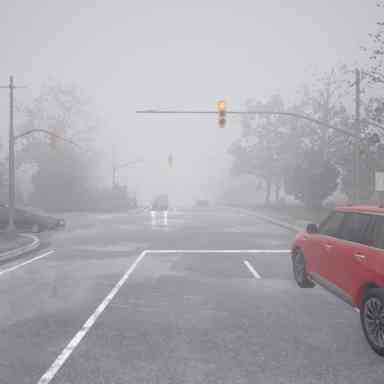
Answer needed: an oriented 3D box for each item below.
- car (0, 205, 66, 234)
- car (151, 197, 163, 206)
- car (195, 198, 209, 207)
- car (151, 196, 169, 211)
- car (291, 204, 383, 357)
[{"bbox_3d":[-9.645,1.532,19.009,4.892,1.490,1.837,0,-1,10],"label":"car"},{"bbox_3d":[-7.113,1.878,67.439,2.097,1.767,4.553,0,-1,-12],"label":"car"},{"bbox_3d":[1.666,1.782,58.680,1.882,1.535,5.008,0,-1,-8],"label":"car"},{"bbox_3d":[-4.075,1.572,42.521,1.837,1.490,4.892,0,-1,-3],"label":"car"},{"bbox_3d":[3.590,1.221,6.131,2.150,2.045,5.566,0,0,0],"label":"car"}]
